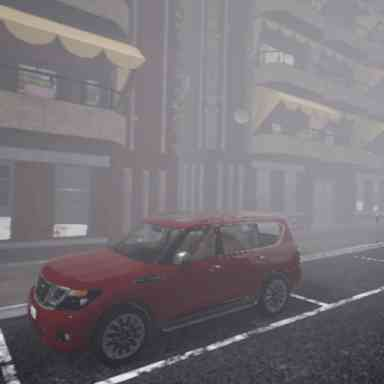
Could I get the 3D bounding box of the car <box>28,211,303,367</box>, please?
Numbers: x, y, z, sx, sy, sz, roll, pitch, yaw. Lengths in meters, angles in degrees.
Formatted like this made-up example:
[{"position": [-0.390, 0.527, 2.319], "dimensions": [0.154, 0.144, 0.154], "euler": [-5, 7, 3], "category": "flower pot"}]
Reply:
[{"position": [-0.104, 1.329, 5.994], "dimensions": [5.009, 1.841, 2.192], "euler": [0, 1, -35], "category": "car"}]
